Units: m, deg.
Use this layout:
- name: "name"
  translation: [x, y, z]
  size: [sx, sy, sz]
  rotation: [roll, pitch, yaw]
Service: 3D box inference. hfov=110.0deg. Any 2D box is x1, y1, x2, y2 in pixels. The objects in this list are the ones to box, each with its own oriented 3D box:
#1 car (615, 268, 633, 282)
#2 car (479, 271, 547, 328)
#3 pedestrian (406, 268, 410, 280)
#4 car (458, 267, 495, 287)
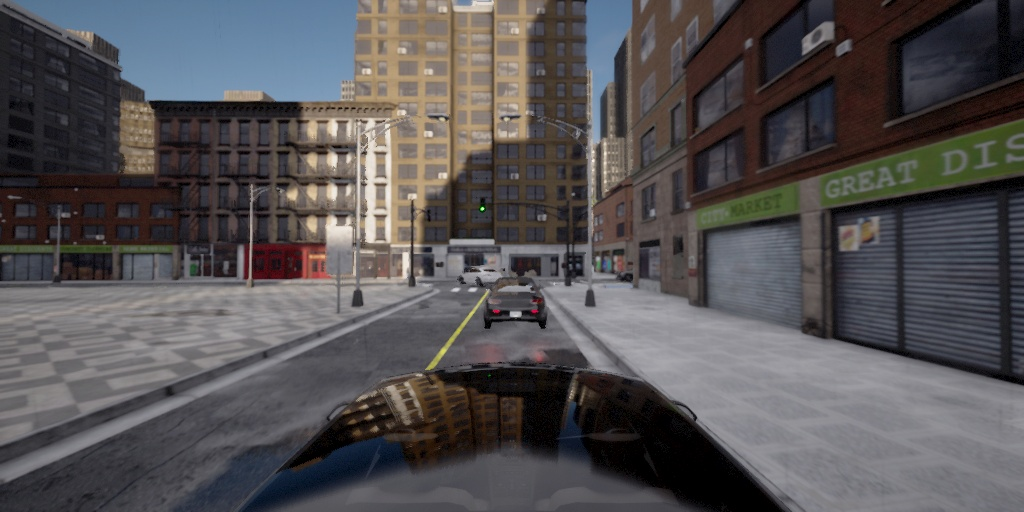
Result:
- name: "car"
  translation: [11.629, 1.536, 32.096]
  size: [4.674, 1.442, 1.812]
  rotation: [-1, -1, -2]
- name: "car"
  translation: [0.098, 1.400, 11.830]
  size: [1.812, 1.442, 4.674]
  rotation: [0, -1, 0]
- name: "pedestrian"
  translation: [-10.151, 1.388, 34.864]
  size: [0.375, 1.860, 0.375]
  rotation: [0, 0, -1]
- name: "car"
  translation: [-2.520, 1.610, 28.409]
  size: [1.812, 1.442, 4.674]
  rotation: [1, -1, -35]
